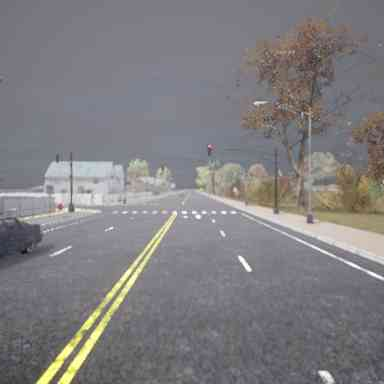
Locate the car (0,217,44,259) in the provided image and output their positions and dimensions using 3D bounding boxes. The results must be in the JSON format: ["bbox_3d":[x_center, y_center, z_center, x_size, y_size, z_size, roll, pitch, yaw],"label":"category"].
[{"bbox_3d":[-6.600,1.511,10.459,2.033,1.411,5.357,0,0,0],"label":"car"}]
